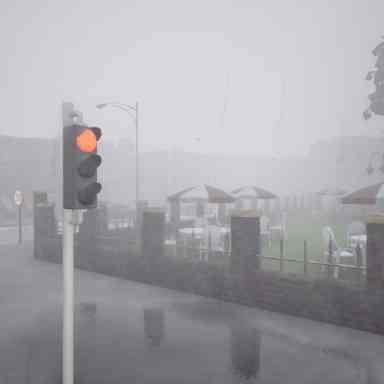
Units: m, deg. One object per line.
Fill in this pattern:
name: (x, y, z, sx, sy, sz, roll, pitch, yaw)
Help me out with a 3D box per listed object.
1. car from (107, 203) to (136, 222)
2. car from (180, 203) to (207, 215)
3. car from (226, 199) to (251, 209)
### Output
car: (-6.316, 1.564, 26.187, 1.994, 1.385, 4.181, 0, 0, 35)
car: (-0.276, 1.506, 34.690, 1.837, 1.490, 4.892, 0, 0, 35)
car: (6.217, 1.479, 43.533, 5.008, 1.535, 1.882, -1, 1, -44)
